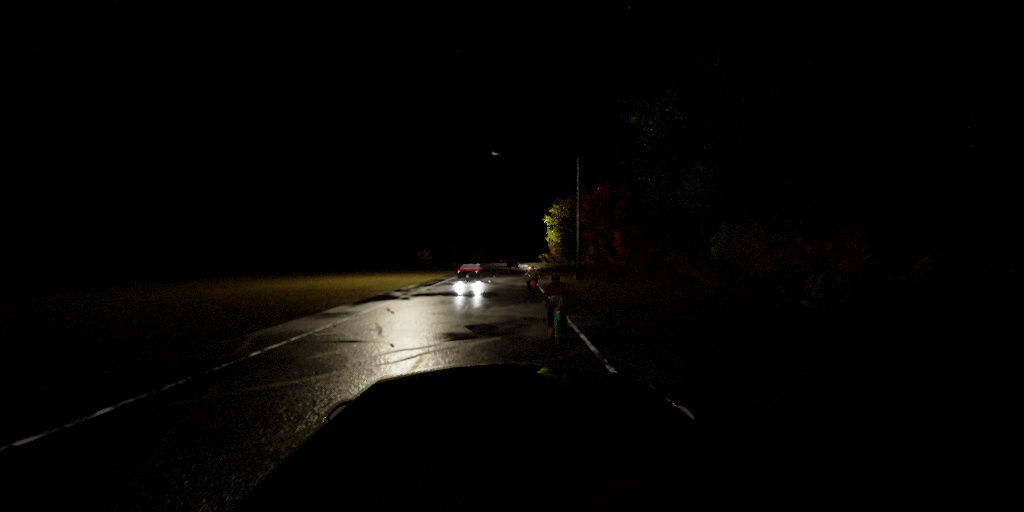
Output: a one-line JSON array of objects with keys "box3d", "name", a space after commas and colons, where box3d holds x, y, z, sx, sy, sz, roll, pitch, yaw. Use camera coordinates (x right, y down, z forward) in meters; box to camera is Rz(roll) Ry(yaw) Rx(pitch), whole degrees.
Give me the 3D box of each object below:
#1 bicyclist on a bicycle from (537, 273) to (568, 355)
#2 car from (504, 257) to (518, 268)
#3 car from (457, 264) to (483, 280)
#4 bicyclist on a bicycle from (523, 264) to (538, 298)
[{"box3d": [0.962, 1.202, 7.770, 0.582, 1.620, 1.656, 0, 0, 0], "name": "bicyclist on a bicycle"}, {"box3d": [0.096, 1.291, 62.532, 2.033, 1.411, 5.357, 0, 0, 0], "name": "car"}, {"box3d": [-3.602, 1.348, 31.244, 1.895, 1.301, 4.718, 0, 0, 0], "name": "car"}, {"box3d": [0.994, 1.185, 17.493, 0.866, 1.612, 1.509, 0, 0, 0], "name": "bicyclist on a bicycle"}]
